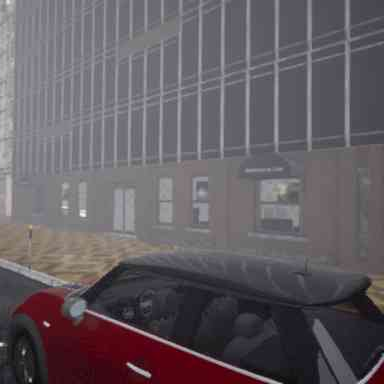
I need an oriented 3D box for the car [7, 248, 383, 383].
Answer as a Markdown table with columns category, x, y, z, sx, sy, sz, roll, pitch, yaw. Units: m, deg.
| category | x | y | z | sx | sy | sz | roll | pitch | yaw |
| --- | --- | --- | --- | --- | --- | --- | --- | --- | --- |
| car | -0.157 | 1.422 | 3.602 | 4.553 | 1.767 | 2.097 | 0 | -1 | 41 |
